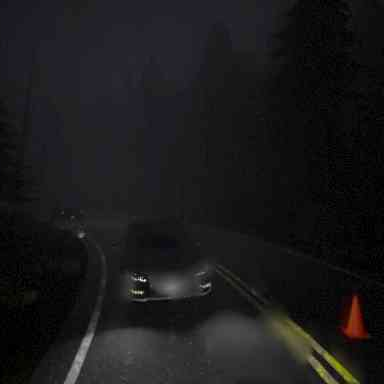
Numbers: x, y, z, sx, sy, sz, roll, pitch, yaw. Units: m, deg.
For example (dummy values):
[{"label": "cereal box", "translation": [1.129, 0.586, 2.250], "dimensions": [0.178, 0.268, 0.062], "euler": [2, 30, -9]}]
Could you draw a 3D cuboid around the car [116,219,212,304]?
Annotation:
[{"label": "car", "translation": [-0.899, 1.510, 8.401], "dimensions": [1.837, 1.490, 4.892], "euler": [-1, 0, -13]}]

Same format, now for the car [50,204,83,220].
[{"label": "car", "translation": [-11.148, 1.775, 29.403], "dimensions": [1.895, 1.301, 4.718], "euler": [-3, 1, -34]}]
